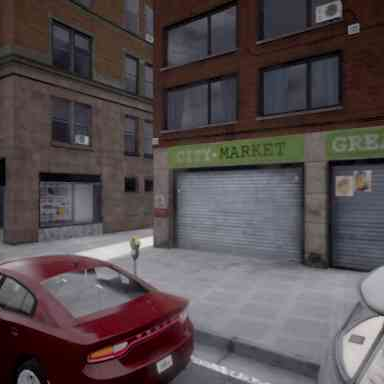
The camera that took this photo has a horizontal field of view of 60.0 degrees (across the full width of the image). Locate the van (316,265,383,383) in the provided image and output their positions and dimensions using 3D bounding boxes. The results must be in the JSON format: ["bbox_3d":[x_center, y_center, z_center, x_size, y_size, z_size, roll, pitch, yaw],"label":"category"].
[{"bbox_3d":[2.527,1.338,1.274,3.998,1.788,1.690,0,0,35],"label":"van"}]

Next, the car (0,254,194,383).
[{"bbox_3d":[-2.081,1.552,4.560,4.507,1.381,1.887,0,0,35],"label":"car"}]
